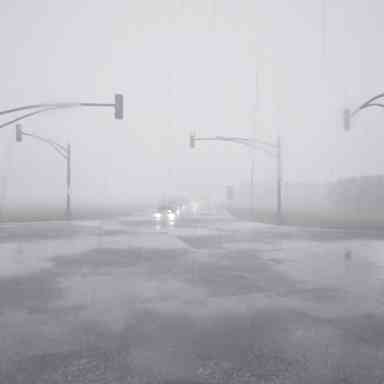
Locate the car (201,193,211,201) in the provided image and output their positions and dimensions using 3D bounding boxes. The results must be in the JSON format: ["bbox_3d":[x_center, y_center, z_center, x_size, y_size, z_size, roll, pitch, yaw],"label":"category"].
[{"bbox_3d":[3.339,1.191,79.102,2.150,2.045,5.566,0,0,5],"label":"car"}]

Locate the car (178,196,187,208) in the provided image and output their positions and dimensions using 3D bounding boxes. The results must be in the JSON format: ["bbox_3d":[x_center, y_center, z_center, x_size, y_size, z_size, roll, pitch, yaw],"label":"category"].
[{"bbox_3d":[-2.371,1.486,47.581,2.128,1.511,4.902,0,0,3],"label":"car"}]

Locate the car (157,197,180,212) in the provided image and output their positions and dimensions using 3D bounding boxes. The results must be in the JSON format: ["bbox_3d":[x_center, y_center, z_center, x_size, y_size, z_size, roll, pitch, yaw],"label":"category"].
[{"bbox_3d":[-2.823,1.599,38.266,1.895,1.301,4.718,0,0,3],"label":"car"}]
